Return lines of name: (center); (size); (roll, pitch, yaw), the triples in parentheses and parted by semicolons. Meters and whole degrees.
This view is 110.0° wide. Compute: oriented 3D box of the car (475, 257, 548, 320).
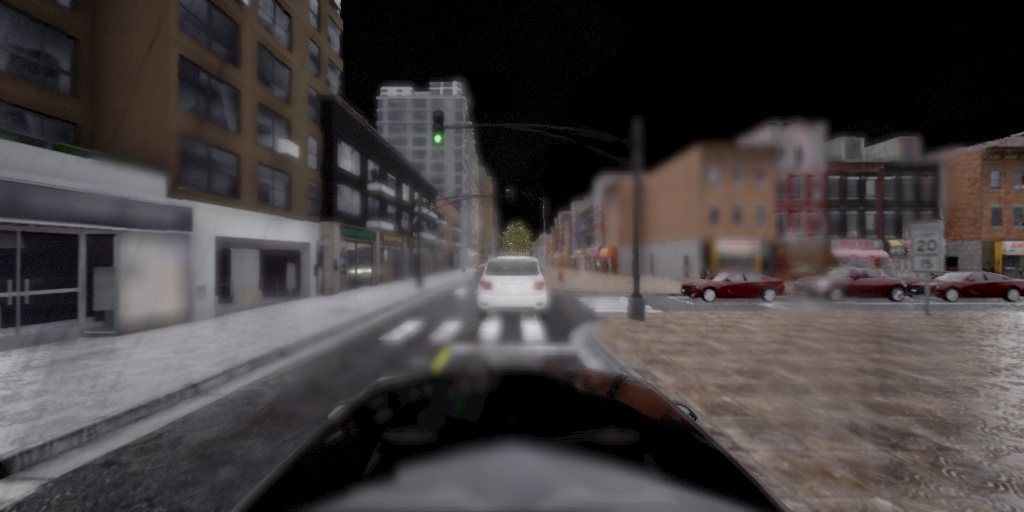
car: (0.079, 1.061, 13.217); (2.150, 2.045, 5.566); (0, 0, 0)

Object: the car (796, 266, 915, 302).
car: (15.830, 1.283, 16.989); (4.097, 1.591, 1.967); (0, 0, 0)

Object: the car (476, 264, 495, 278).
car: (-2.837, 1.583, 39.138); (1.812, 1.442, 4.674); (0, -1, 0)

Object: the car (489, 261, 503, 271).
car: (-2.770, 1.672, 62.369); (2.097, 1.767, 4.553); (0, -1, 0)

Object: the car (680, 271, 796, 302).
car: (10.367, 1.394, 16.992); (4.507, 1.381, 1.888); (0, 0, 0)

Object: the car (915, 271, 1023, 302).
car: (21.295, 1.383, 16.983); (4.507, 1.381, 1.888); (0, 0, 0)
